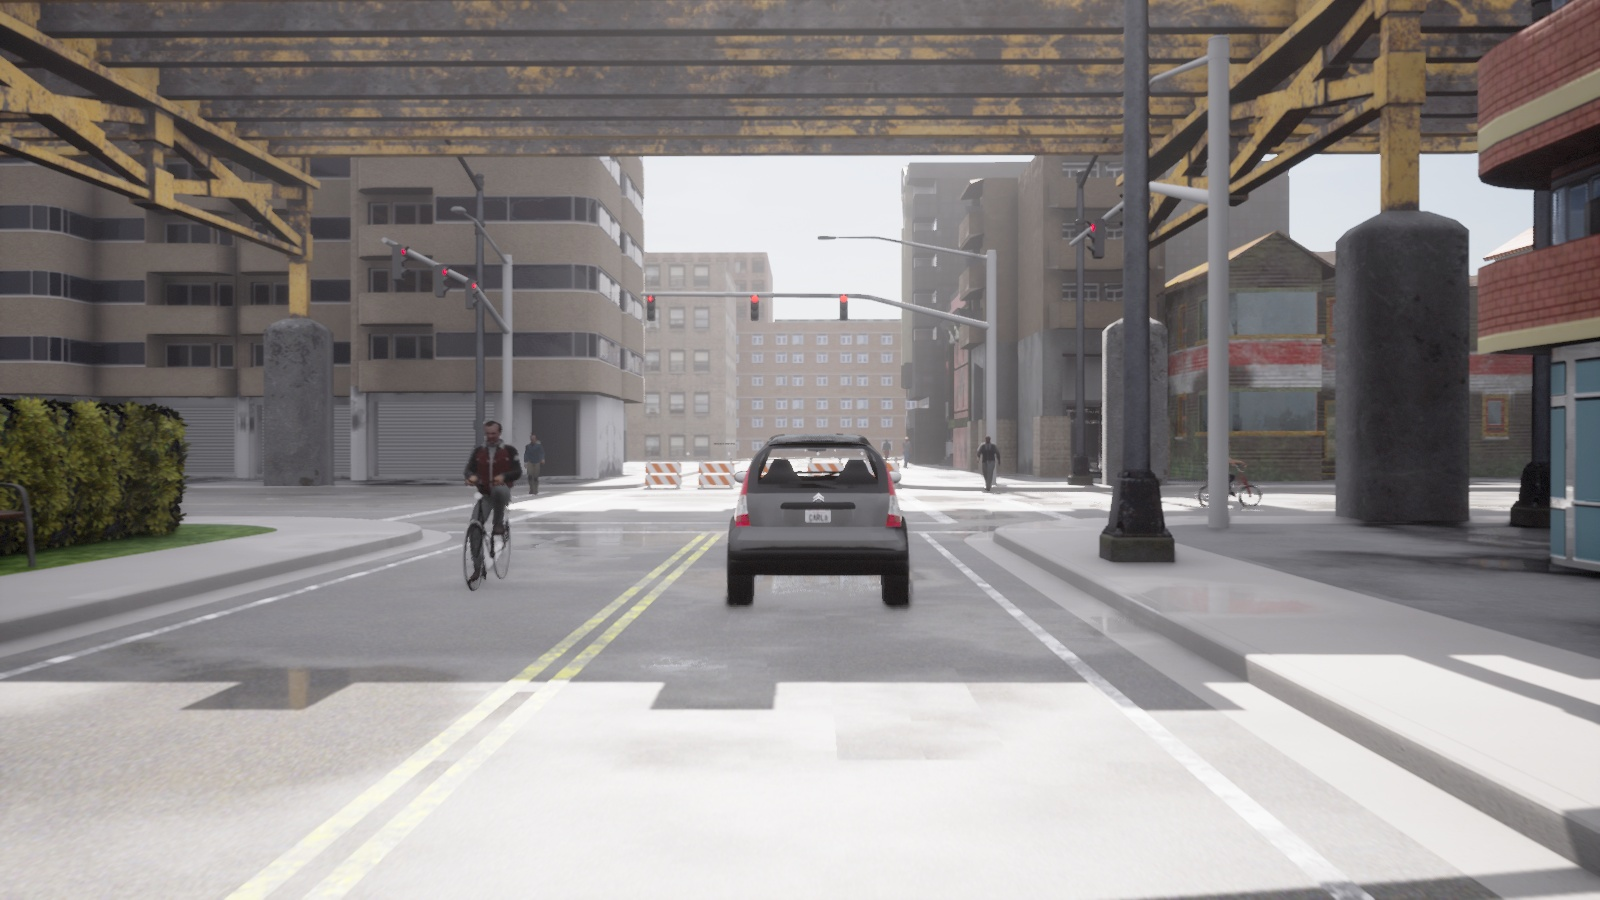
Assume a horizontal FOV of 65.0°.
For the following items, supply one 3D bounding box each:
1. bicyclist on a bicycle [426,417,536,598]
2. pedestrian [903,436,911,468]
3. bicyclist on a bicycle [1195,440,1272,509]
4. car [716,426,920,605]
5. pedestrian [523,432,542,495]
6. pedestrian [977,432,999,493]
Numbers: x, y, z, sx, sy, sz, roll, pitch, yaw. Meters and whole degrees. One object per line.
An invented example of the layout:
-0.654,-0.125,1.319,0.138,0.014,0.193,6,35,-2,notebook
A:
-3.315,0.560,13.213,0.659,1.776,1.843,0,0,1,bicyclist on a bicycle
6.200,0.118,72.880,0.354,1.836,0.706,0,0,-6,pedestrian
10.223,0.570,29.628,1.509,1.612,0.866,0,0,1,bicyclist on a bicycle
0.187,0.590,13.371,1.851,1.617,3.988,0,0,1,car
-7.929,0.390,37.223,0.402,1.842,0.726,0,0,0,pedestrian
5.876,0.396,39.168,0.563,1.883,0.849,0,0,16,pedestrian
